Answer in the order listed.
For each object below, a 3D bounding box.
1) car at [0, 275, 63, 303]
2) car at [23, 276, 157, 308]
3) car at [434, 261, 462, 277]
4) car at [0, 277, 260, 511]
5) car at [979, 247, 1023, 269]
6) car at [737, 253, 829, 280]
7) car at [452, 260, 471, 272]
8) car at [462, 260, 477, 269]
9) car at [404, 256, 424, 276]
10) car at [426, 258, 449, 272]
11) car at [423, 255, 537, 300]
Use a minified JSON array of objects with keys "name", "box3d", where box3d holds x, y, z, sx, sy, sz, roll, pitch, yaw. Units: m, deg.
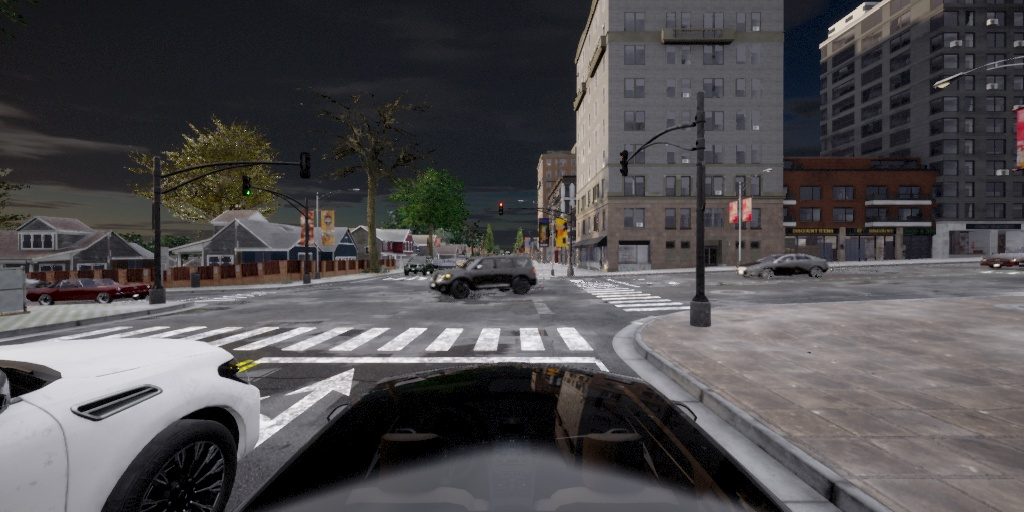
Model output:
[{"name":"car","box3d":[-30.476,2.024,21.558,4.674,1.442,1.812,-2,0,0]},{"name":"car","box3d":[-21.640,1.806,18.534,4.718,1.301,1.895,-2,0,0]},{"name":"car","box3d":[-6.633,1.316,37.900,2.033,1.411,5.357,0,0,0]},{"name":"car","box3d":[-3.145,0.972,0.558,2.150,2.045,5.566,0,0,0]},{"name":"car","box3d":[32.322,0.083,21.957,5.357,1.411,2.033,-2,0,0]},{"name":"car","box3d":[16.440,0.623,21.903,4.902,1.511,2.128,-2,0,0]},{"name":"car","box3d":[-6.643,1.261,47.692,1.882,1.535,5.008,0,0,0]},{"name":"car","box3d":[-6.646,1.333,57.029,1.812,1.442,4.674,0,0,0]},{"name":"car","box3d":[-9.880,0.991,38.593,2.150,2.045,5.566,0,0,0]},{"name":"car","box3d":[-9.890,1.136,48.065,2.097,1.767,4.553,0,0,0]},{"name":"car","box3d":[-1.363,1.011,18.399,5.566,2.045,2.150,-1,-1,-30]}]
